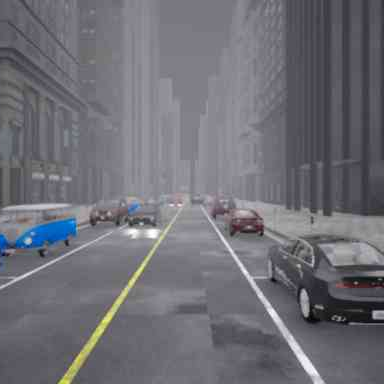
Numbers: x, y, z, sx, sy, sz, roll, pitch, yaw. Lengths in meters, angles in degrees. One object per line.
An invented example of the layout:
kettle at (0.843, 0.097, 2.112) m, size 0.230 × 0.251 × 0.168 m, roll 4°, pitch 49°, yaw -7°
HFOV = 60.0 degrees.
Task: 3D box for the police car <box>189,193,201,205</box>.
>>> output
police car at (0.896, 1.511, 59.178) m, size 1.930 × 1.638 × 5.238 m, roll 0°, pitch 0°, yaw 0°

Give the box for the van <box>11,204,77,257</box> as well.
van at (-5.766, 1.354, 12.647) m, size 1.690 × 1.788 × 3.998 m, roll 0°, pitch 0°, yaw 0°

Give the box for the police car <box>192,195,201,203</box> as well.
police car at (0.894, 1.542, 75.178) m, size 1.930 × 1.638 × 5.238 m, roll 0°, pitch 0°, yaw 0°

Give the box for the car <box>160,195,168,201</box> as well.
car at (-5.769, 1.648, 57.739) m, size 1.947 × 1.339 × 4.313 m, roll 0°, pitch 0°, yaw 0°

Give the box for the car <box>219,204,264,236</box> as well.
car at (2.759, 1.564, 18.299) m, size 1.887 × 1.381 × 4.507 m, roll 0°, pitch 0°, yaw 0°

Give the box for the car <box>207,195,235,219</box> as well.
car at (2.758, 1.349, 29.572) m, size 2.192 × 1.841 × 5.009 m, roll 0°, pitch 0°, yaw 0°

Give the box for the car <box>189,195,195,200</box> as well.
car at (-0.007, 1.498, 92.328) m, size 1.837 × 1.490 × 4.892 m, roll 0°, pitch 0°, yaw 0°

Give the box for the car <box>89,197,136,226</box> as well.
car at (-5.767, 1.341, 23.920) m, size 2.192 × 1.841 × 5.009 m, roll 0°, pitch 0°, yaw 0°

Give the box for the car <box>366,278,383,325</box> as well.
car at (2.761, 1.584, 1.391) m, size 1.802 × 1.307 × 4.206 m, roll 0°, pitch 0°, yaw 0°

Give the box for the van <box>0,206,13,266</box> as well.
van at (-5.765, 1.347, 7.011) m, size 1.690 × 1.788 × 3.998 m, roll 0°, pitch 0°, yaw 0°

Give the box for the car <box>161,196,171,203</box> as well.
car at (-5.770, 1.681, 74.650) m, size 1.947 × 1.339 × 4.313 m, roll 0°, pitch 0°, yaw 0°

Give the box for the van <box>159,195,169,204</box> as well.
van at (-5.771, 1.445, 69.013) m, size 1.690 × 1.788 × 3.998 m, roll 0°, pitch 0°, yaw 0°

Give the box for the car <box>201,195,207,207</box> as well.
car at (2.756, 1.597, 52.287) m, size 1.752 × 1.417 × 4.829 m, roll 0°, pitch 0°, yaw 0°

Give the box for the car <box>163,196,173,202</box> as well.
car at (-5.771, 1.692, 80.286) m, size 1.947 × 1.339 × 4.313 m, roll 0°, pitch 0°, yaw 0°

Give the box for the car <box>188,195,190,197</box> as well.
car at (0.728, 1.321, 69.091) m, size 2.150 × 2.045 × 5.566 m, roll 0°, pitch 0°, yaw -1°

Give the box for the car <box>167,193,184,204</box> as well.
car at (-3.024, 1.321, 64.090) m, size 2.150 × 2.045 × 5.566 m, roll 0°, pitch 0°, yaw 1°

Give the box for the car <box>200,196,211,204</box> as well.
car at (2.755, 1.545, 69.026) m, size 1.967 × 1.590 × 4.097 m, roll 0°, pitch 0°, yaw 0°

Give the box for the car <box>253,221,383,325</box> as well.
car at (2.760, 1.558, 7.027) m, size 2.008 × 1.369 × 4.403 m, roll 0°, pitch 0°, yaw 0°

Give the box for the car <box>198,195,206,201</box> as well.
car at (2.753, 1.590, 91.570) m, size 1.967 × 1.590 × 4.097 m, roll 0°, pitch 0°, yaw 0°

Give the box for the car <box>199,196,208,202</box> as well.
car at (2.754, 1.678, 80.298) m, size 2.008 × 1.369 × 4.403 m, roll 0°, pitch 0°, yaw 0°

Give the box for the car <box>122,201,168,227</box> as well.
car at (-3.100, 1.572, 23.049) m, size 2.033 × 1.411 × 5.357 m, roll 0°, pitch 0°, yaw 0°

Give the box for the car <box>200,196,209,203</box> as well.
car at (2.754, 1.642, 74.832) m, size 1.752 × 1.417 × 4.829 m, roll 0°, pitch 0°, yaw 0°

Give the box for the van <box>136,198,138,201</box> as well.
van at (-5.767, 1.374, 29.556) m, size 1.690 × 1.788 × 3.998 m, roll 0°, pitch 0°, yaw 0°

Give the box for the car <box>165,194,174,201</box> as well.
car at (-5.772, 1.453, 85.923) m, size 2.192 × 1.841 × 5.009 m, roll 0°, pitch 0°, yaw 0°

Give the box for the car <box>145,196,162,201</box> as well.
car at (-5.768, 1.605, 46.466) m, size 1.887 × 1.381 × 4.507 m, roll 0°, pitch 0°, yaw 0°

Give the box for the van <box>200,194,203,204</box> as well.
van at (2.755, 1.424, 57.753) m, size 1.690 × 1.788 × 3.998 m, roll 0°, pitch 0°, yaw 0°
